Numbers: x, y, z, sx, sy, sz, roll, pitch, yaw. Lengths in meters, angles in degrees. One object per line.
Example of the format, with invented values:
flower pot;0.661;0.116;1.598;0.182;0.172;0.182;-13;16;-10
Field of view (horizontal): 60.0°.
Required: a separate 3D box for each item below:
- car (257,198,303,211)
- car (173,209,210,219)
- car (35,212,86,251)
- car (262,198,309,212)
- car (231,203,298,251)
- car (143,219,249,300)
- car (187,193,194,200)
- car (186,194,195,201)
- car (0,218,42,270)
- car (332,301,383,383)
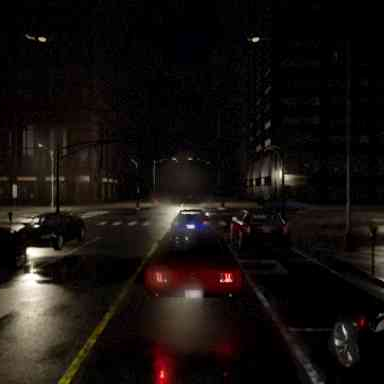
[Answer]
car;10.268;1.426;38.853;4.892;1.490;1.837;0;0;0
car;-0.047;1.552;17.108;1.994;1.385;4.181;0;0;0
car;-5.805;1.540;13.954;2.008;1.369;4.403;0;0;0
car;9.589;1.489;35.409;5.357;1.411;2.033;0;0;-5
car;2.720;1.430;13.980;1.967;1.590;4.097;0;0;0
car;0.040;1.594;8.352;1.895;1.301;4.718;0;0;0
car;-0.399;1.217;92.263;2.097;1.767;4.553;0;0;0
car;-0.329;1.346;82.255;2.097;1.767;4.553;0;0;0
car;-5.788;1.559;8.317;1.947;1.339;4.313;0;0;0
car;2.753;1.564;2.708;1.947;1.339;4.313;0;0;0
